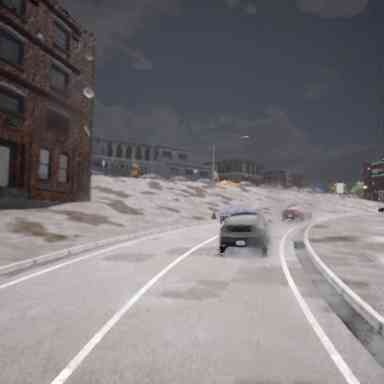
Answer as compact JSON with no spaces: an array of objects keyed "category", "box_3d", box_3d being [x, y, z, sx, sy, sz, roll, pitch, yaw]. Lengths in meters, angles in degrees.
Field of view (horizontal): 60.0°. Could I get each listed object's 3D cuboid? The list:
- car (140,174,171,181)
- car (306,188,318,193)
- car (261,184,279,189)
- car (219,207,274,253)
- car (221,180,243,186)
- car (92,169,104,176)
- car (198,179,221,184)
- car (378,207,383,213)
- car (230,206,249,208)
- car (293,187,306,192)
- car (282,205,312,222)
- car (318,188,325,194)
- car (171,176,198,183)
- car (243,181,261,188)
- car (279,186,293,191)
[{"category":"car","box_3d":[-6.714,-2.305,57.520,4.892,1.521,2.231,3,-5,-32]},{"category":"car","box_3d":[28.863,-0.140,83.986,4.553,1.767,2.185,5,-6,-41]},{"category":"car","box_3d":[16.125,-0.916,73.408,4.792,1.488,2.163,4,-6,-37]},{"category":"car","box_3d":[2.354,1.614,14.233,1.837,1.490,4.892,-1,-1,15]},{"category":"car","box_3d":[7.112,-1.528,66.701,5.008,1.535,2.097,3,-5,-35]},{"category":"car","box_3d":[-15.945,-2.876,51.674,4.553,1.767,2.185,3,-5,-32]},{"category":"car","box_3d":[2.559,-1.764,63.539,4.674,1.452,2.002,3,-5,-34]},{"category":"car","box_3d":[33.401,2.864,56.039,4.718,1.301,1.895,1,-4,-31]},{"category":"car","box_3d":[3.936,1.897,28.024,1.882,1.535,5.008,-2,-2,29]},{"category":"car","box_3d":[24.611,-0.350,80.290,4.892,1.521,2.231,4,-6,-40]},{"category":"car","box_3d":[9.602,1.914,30.381,1.812,1.442,4.674,-3,-2,32]},{"category":"car","box_3d":[33.028,0.098,87.740,5.566,2.045,2.435,5,-6,-42]},{"category":"car","box_3d":[-2.061,-2.067,60.480,4.892,1.521,2.231,3,-5,-33]},{"category":"car","box_3d":[11.577,-1.371,69.952,4.553,1.767,2.185,4,-6,-36]},{"category":"car","box_3d":[20.443,-0.610,76.832,4.674,1.452,2.002,4,-6,-38]}]
